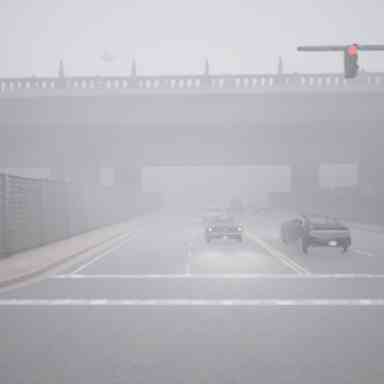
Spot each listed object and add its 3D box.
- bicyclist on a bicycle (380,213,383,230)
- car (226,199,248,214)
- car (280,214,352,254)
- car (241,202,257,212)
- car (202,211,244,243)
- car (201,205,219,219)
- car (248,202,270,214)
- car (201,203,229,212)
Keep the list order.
[{"bbox_3d":[12.685,1.586,21.001,1.656,1.620,0.582,-1,-1,1],"label":"bicyclist on a bicycle"},{"bbox_3d":[5.766,2.001,45.008,2.150,2.045,5.566,-1,-1,1],"label":"car"},{"bbox_3d":[5.300,1.738,14.814,2.128,1.511,4.902,-1,-1,1],"label":"car"},{"bbox_3d":[9.504,2.415,55.922,1.882,1.535,5.008,-1,-1,1],"label":"car"},{"bbox_3d":[1.658,1.946,18.378,1.895,1.301,4.718,-1,-1,1],"label":"car"},{"bbox_3d":[2.041,2.261,39.266,2.033,1.411,5.357,-1,-1,1],"label":"car"},{"bbox_3d":[9.337,2.360,45.814,1.895,1.301,4.718,-1,-1,1],"label":"car"},{"bbox_3d":[1.843,2.007,28.784,1.882,1.535,5.008,-1,-1,1],"label":"car"}]
